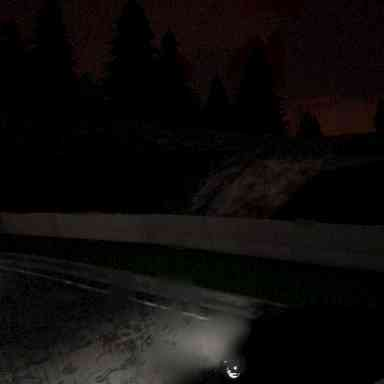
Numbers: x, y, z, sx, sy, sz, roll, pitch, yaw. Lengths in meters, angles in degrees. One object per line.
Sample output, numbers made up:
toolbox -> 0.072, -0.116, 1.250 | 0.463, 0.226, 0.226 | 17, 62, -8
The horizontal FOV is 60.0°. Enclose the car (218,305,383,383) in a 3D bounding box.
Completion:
car -> 2.492, 1.510, 2.230 | 4.892, 1.490, 1.837 | 1, 0, 35
